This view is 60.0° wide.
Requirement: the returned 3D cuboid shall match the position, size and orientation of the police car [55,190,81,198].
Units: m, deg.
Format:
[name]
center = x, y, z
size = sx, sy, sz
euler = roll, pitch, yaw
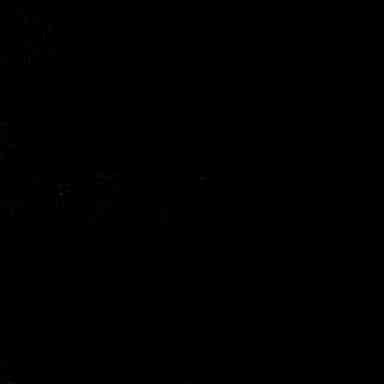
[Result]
[police car]
center = -23.959, 0.405, 64.457
size = 1.930, 1.638, 5.238
euler = -1, 0, 35
